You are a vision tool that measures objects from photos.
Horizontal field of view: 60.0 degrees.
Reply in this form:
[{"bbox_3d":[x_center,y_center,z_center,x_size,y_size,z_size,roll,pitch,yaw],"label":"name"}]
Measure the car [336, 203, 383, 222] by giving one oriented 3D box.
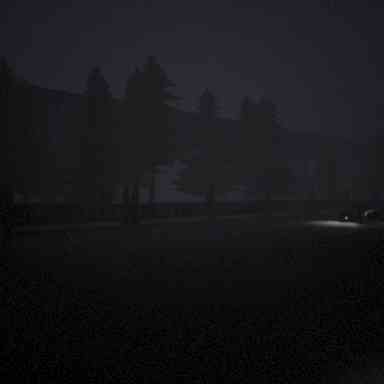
[{"bbox_3d":[13.856,1.586,26.758,5.357,1.411,2.033,0,0,-36],"label":"car"}]
